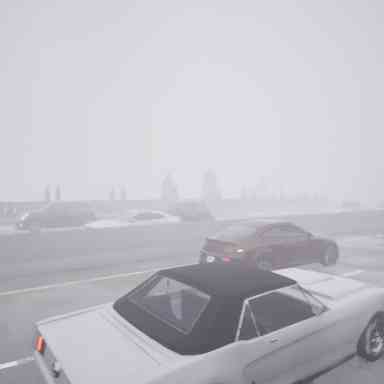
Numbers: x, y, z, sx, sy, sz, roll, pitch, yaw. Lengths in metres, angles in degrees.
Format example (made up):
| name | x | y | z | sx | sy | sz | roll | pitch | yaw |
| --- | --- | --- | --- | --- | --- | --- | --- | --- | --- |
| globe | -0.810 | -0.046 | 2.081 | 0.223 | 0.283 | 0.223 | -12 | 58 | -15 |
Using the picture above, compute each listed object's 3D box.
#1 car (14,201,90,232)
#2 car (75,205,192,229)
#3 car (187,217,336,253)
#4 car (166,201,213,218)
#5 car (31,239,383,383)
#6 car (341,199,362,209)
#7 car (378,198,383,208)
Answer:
| name | x | y | z | sx | sy | sz | roll | pitch | yaw |
| --- | --- | --- | --- | --- | --- | --- | --- | --- | --- |
| car | -8.011 | 1.351 | 19.783 | 4.553 | 1.767 | 2.097 | 0 | 0 | -36 |
| car | -2.534 | 1.526 | 15.079 | 4.674 | 1.442 | 1.812 | 0 | 0 | -36 |
| car | 2.348 | 1.526 | 9.722 | 4.674 | 1.442 | 1.812 | 0 | 0 | -36 |
| car | -0.885 | 1.355 | 20.593 | 4.553 | 1.767 | 2.097 | 0 | 0 | -36 |
| car | 0.685 | 1.601 | 4.235 | 4.718 | 1.301 | 1.895 | 0 | 0 | -36 |
| car | 22.108 | 1.698 | 46.106 | 1.895 | 1.301 | 4.718 | 0 | 0 | 37 |
| car | 29.300 | 1.679 | 50.259 | 2.033 | 1.411 | 5.357 | 0 | 0 | 33 |
